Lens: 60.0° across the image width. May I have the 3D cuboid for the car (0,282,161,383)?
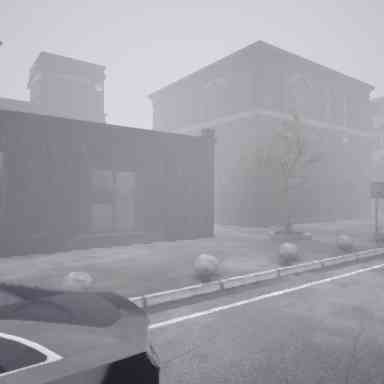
[{"bbox_3d":[-2.531,1.491,2.053,4.902,1.511,2.128,0,0,-36],"label":"car"}]
